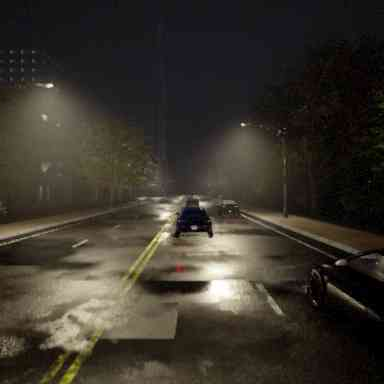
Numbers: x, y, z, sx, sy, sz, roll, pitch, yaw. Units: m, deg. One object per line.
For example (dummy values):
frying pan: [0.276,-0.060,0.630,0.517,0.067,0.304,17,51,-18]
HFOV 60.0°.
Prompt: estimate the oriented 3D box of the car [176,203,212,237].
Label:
car: [0.102,1.524,18.056,1.812,1.442,4.674,0,0,0]

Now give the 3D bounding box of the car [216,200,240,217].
car: [3.355,1.488,31.535,2.128,1.511,4.902,0,0,0]

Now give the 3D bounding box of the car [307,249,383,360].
car: [3.351,1.564,5.164,1.994,1.385,4.181,0,0,0]

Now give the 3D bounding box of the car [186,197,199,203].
car: [0.106,1.487,50.203,2.128,1.511,4.902,0,0,0]
